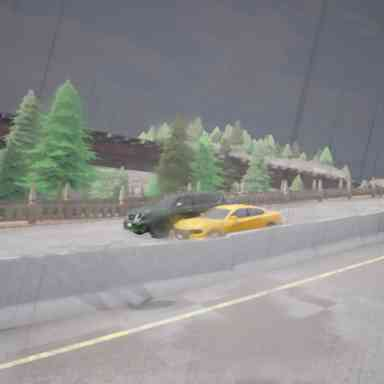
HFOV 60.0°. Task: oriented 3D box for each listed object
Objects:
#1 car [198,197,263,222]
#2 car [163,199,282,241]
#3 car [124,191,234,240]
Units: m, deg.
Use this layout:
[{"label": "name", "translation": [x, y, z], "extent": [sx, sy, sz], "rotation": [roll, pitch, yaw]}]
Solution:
[{"label": "car", "translation": [2.710, 1.170, 23.119], "extent": [4.181, 1.385, 1.994], "rotation": [-2, 1, -35]}, {"label": "car", "translation": [1.581, 1.283, 13.718], "extent": [5.008, 1.535, 1.882], "rotation": [-2, 1, -35]}, {"label": "car", "translation": [-0.550, 1.030, 16.497], "extent": [5.566, 2.045, 2.150], "rotation": [-2, 1, -35]}]
